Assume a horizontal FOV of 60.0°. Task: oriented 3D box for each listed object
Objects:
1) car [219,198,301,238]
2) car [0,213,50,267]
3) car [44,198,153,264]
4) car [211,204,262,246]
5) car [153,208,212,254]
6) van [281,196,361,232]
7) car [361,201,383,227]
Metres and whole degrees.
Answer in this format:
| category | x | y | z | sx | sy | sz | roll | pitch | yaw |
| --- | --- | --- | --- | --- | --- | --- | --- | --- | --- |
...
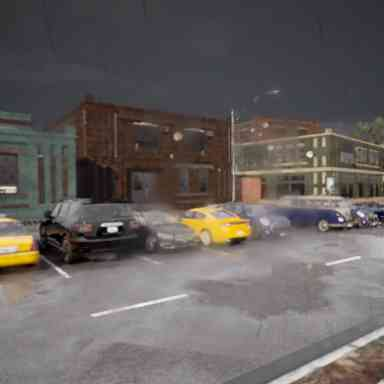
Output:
| category | x | y | z | sx | sy | sz | roll | pitch | yaw |
| --- | --- | --- | --- | --- | --- | --- | --- | --- | --- |
| car | 2.857 | 1.349 | 17.016 | 2.185 | 1.767 | 4.553 | 0 | 0 | -35 |
| car | -6.293 | 1.476 | 10.701 | 1.946 | 1.575 | 5.366 | 0 | 0 | -35 |
| car | -3.937 | 1.227 | 12.184 | 2.435 | 2.045 | 5.566 | 0 | 0 | -35 |
| car | 0.511 | 1.476 | 15.304 | 2.097 | 1.535 | 5.008 | 0 | 0 | -35 |
| car | -1.659 | 1.478 | 13.775 | 2.231 | 1.521 | 4.892 | 0 | 0 | -35 |
| van | 7.373 | 1.242 | 20.045 | 1.878 | 1.987 | 4.442 | 0 | 0 | -35 |
| car | 9.657 | 1.329 | 21.851 | 2.185 | 1.767 | 4.553 | 0 | 0 | -35 |
